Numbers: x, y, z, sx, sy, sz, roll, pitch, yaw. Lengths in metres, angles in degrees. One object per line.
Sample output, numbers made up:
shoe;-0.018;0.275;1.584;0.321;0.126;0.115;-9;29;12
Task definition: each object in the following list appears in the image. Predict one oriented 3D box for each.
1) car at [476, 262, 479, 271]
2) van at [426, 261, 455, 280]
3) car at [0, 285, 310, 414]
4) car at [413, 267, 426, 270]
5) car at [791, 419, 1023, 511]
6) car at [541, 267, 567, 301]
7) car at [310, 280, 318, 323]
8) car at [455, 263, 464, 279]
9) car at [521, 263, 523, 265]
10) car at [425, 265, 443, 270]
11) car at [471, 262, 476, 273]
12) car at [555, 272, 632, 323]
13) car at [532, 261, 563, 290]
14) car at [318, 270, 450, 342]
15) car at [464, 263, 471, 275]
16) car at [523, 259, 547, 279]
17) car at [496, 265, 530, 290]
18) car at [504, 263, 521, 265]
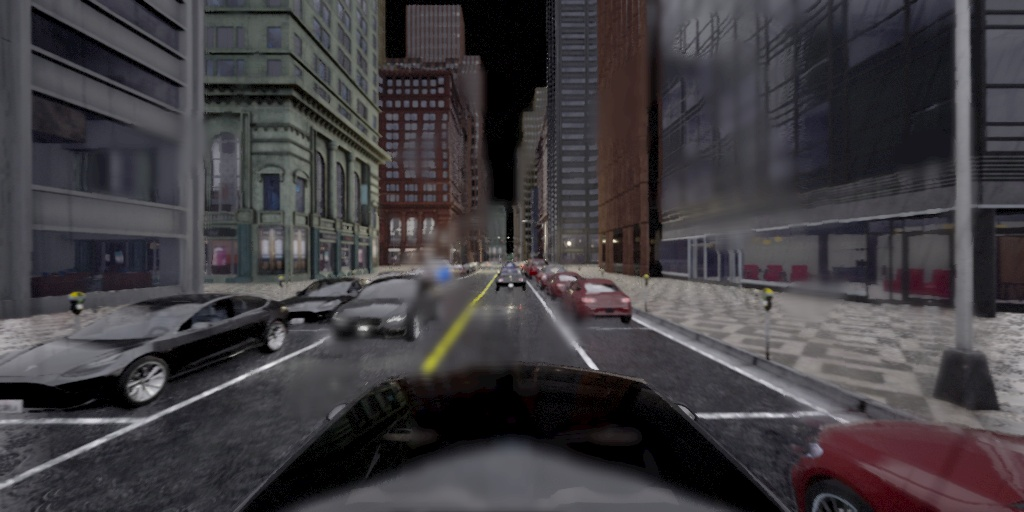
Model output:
car;-6.149;1.640;51.376;1.948;1.339;4.313;0;0;0
van;-5.967;1.271;28.831;1.690;1.789;3.998;0;0;0
car;-5.785;1.365;6.286;1.948;1.339;4.313;0;0;0
car;-5.876;1.414;17.558;2.007;1.370;4.403;0;0;0
car;2.785;1.315;0.725;1.802;1.307;4.207;0;0;0
car;2.648;1.410;17.633;1.802;1.307;4.207;0;0;0
car;-5.831;1.397;11.922;1.948;1.339;4.313;0;0;0
car;-6.011;1.491;34.297;1.751;1.417;4.829;0;0;0
car;2.467;1.280;40.175;2.192;1.841;5.009;0;0;0
car;-5.922;1.479;23.195;1.802;1.307;4.207;0;0;0
car;-6.103;1.603;45.740;1.948;1.339;4.313;0;0;0
car;2.694;1.378;11.997;1.802;1.307;4.207;0;0;0
car;2.603;1.301;23.269;1.967;1.591;4.097;0;0;0
car;-3.152;1.314;10.040;1.837;1.490;4.892;0;0;0
car;-6.058;1.583;40.104;1.802;1.307;4.207;0;0;0
car;2.512;1.245;34.539;2.192;1.841;5.009;0;0;0
car;-0.074;1.476;23.607;1.895;1.301;4.718;0;0;0
car;-0.225;1.521;43.015;1.812;1.442;4.674;0;0;0
